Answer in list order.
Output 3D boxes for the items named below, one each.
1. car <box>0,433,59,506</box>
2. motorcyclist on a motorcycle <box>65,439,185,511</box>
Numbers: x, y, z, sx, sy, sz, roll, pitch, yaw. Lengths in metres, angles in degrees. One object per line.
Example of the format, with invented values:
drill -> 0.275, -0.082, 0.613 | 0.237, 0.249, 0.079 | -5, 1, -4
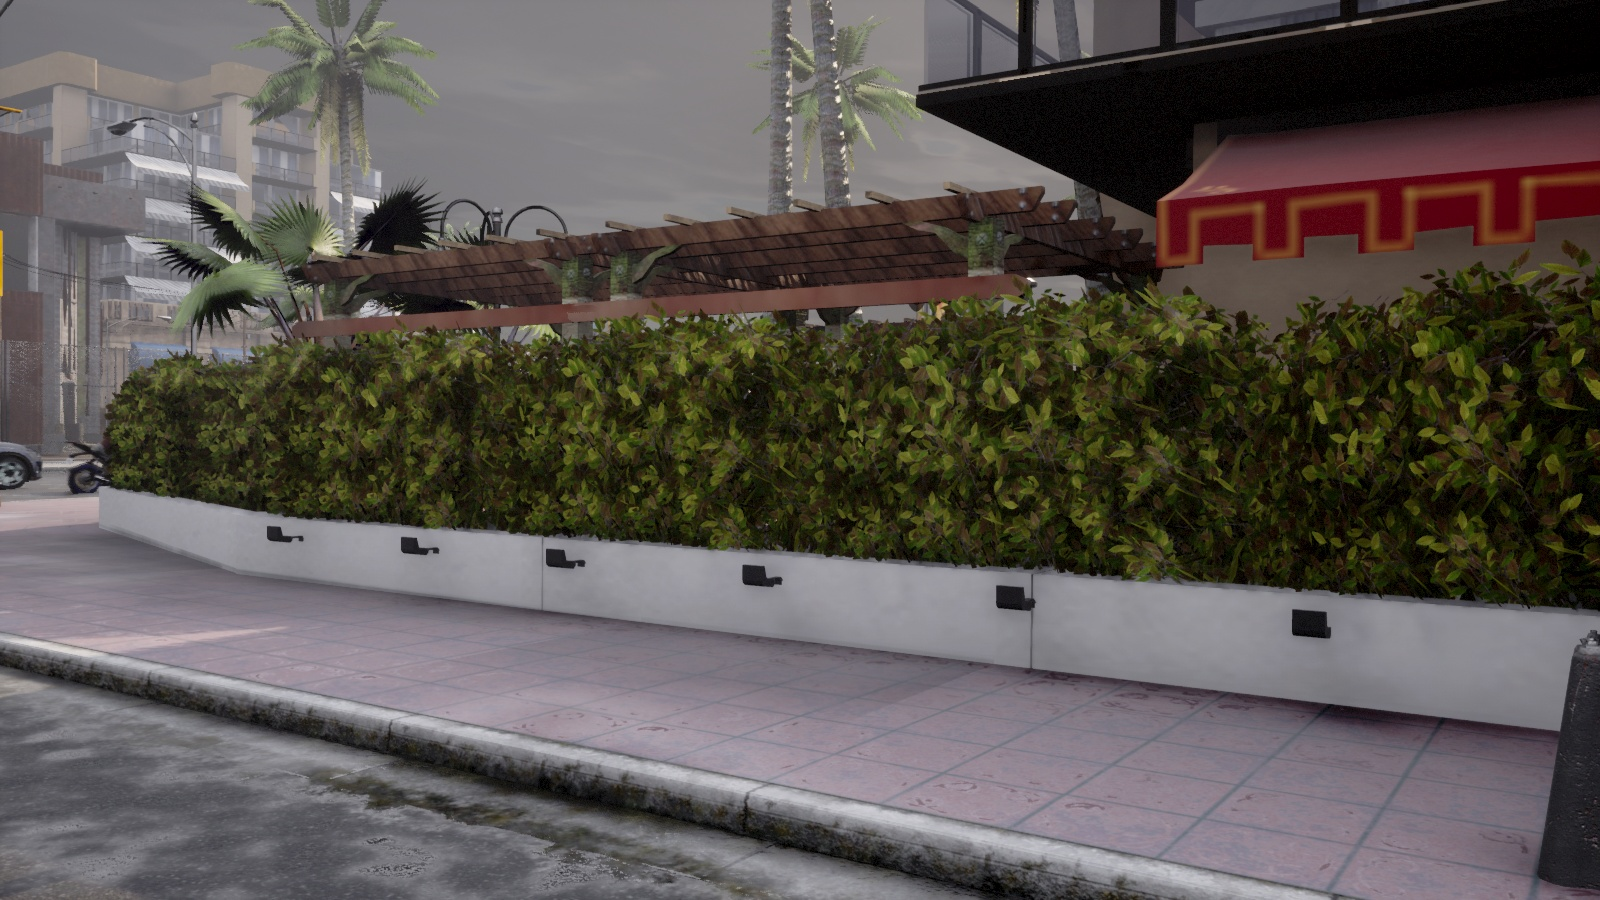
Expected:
car -> -19.637, 0.456, 28.089 | 2.033, 1.649, 4.856 | 0, 1, 37
motorcyclist on a motorcycle -> -15.082, 0.519, 28.113 | 0.866, 1.530, 2.191 | 1, 1, 41
